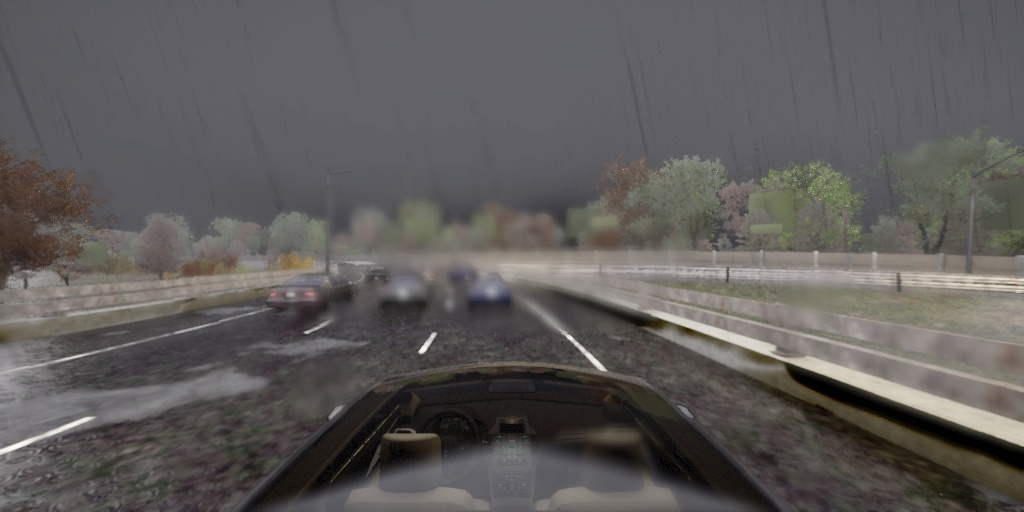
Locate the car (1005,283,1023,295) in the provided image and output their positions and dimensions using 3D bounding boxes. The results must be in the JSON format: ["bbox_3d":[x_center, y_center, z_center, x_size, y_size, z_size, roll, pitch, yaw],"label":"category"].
[{"bbox_3d":[39.039,2.166,25.474,5.008,1.535,1.882,3,1,28],"label":"car"}]

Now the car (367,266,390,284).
[{"bbox_3d":[-11.296,1.577,30.736,1.837,1.490,4.892,0,0,-17],"label":"car"}]

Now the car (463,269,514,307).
[{"bbox_3d":[-1.129,1.474,16.667,1.994,1.385,4.181,0,-1,-9],"label":"car"}]

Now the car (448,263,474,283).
[{"bbox_3d":[-4.520,1.432,32.493,2.097,1.767,4.553,0,-1,-17],"label":"car"}]

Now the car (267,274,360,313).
[{"bbox_3d":[-7.930,1.446,14.895,2.033,1.411,5.357,0,-1,-8],"label":"car"}]

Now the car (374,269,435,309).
[{"bbox_3d":[-4.593,1.473,16.162,1.994,1.385,4.181,0,-1,-8],"label":"car"}]
